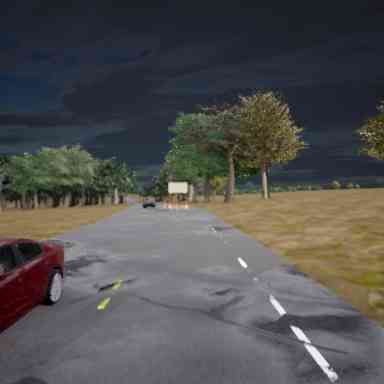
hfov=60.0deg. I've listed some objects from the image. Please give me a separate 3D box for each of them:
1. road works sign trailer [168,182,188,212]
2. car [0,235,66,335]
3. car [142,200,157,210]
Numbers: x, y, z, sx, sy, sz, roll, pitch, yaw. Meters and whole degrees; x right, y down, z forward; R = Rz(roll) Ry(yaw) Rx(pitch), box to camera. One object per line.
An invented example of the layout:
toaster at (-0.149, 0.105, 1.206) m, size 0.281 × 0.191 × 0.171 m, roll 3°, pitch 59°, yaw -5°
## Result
road works sign trailer at (-1.710, 0.522, 40.590) m, size 2.380 × 3.560 × 2.880 m, roll 0°, pitch 0°, yaw -5°
car at (-3.662, 1.503, 5.277) m, size 1.882 × 1.535 × 5.008 m, roll 0°, pitch 0°, yaw -1°
car at (-5.814, 1.697, 45.622) m, size 1.895 × 1.301 × 4.718 m, roll 0°, pitch -1°, yaw -5°
